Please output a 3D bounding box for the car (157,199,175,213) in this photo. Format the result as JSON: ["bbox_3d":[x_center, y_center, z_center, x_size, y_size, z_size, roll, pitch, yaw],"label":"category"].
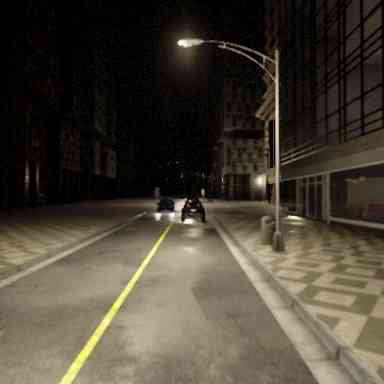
[{"bbox_3d":[-3.018,1.584,39.486,1.882,1.535,5.008,0,0,0],"label":"car"}]

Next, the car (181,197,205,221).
[{"bbox_3d":[0.098,1.506,27.931,2.033,1.649,4.856,0,-1,0],"label":"car"}]

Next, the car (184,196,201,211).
[{"bbox_3d":[0.098,1.468,44.093,2.097,1.767,4.553,0,0,0],"label":"car"}]
